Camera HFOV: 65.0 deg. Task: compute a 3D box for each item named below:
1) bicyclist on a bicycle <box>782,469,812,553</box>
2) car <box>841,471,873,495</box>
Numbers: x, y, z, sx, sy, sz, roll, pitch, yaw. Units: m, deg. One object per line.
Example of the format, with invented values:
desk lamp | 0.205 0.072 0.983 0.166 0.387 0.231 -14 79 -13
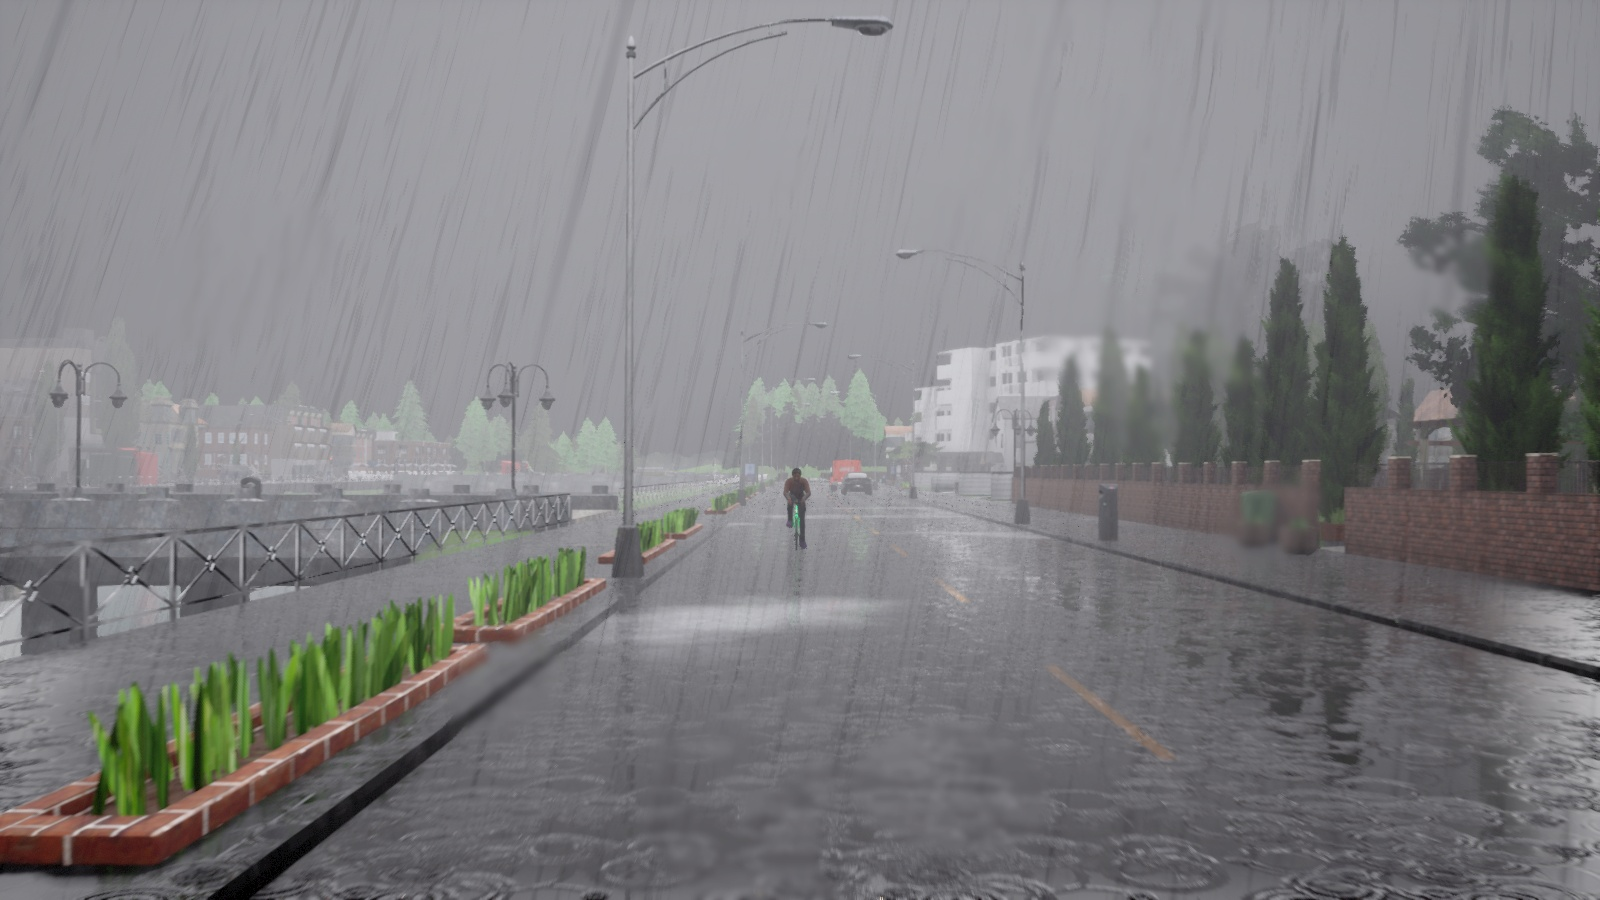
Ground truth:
bicyclist on a bicycle | -0.059 1.187 25.050 0.582 1.620 1.656 0 -1 0
car | 3.801 2.196 84.746 1.882 1.535 5.008 0 -1 0
